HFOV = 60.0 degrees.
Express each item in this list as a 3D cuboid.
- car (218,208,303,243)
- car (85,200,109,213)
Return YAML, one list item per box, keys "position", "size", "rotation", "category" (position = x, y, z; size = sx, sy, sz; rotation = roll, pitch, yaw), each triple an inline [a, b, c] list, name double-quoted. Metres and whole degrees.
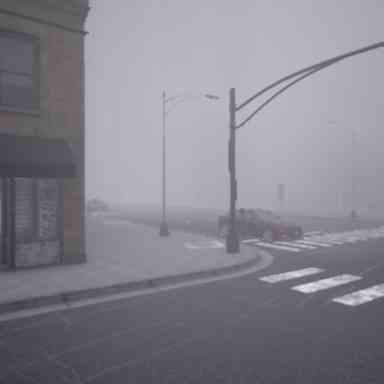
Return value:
- position: [3.447, 1.627, 17.549]
  size: [1.882, 1.535, 5.008]
  rotation: [0, 1, -36]
  category: "car"
- position: [-11.076, 1.582, 37.891]
  size: [1.994, 1.385, 4.181]
  rotation: [0, 0, -36]
  category: "car"
